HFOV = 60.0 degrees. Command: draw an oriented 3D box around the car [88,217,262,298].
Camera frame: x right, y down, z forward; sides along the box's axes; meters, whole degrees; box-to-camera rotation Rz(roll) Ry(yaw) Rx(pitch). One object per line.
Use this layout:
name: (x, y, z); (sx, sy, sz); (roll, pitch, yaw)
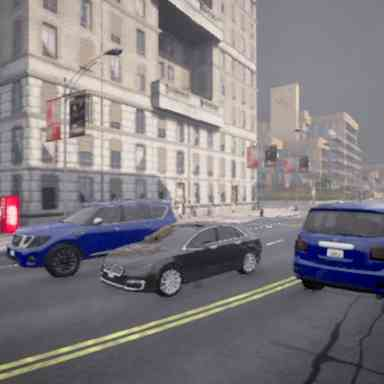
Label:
car: (-0.020, 1.569, 8.928); (4.892, 1.490, 1.837); (0, 0, -44)

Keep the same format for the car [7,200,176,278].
car: (-2.866, 1.311, 10.946); (5.566, 2.045, 2.150); (0, 0, -43)

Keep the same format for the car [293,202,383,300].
car: (4.584, 1.263, 8.262); (2.150, 2.045, 5.566); (0, 0, 44)
